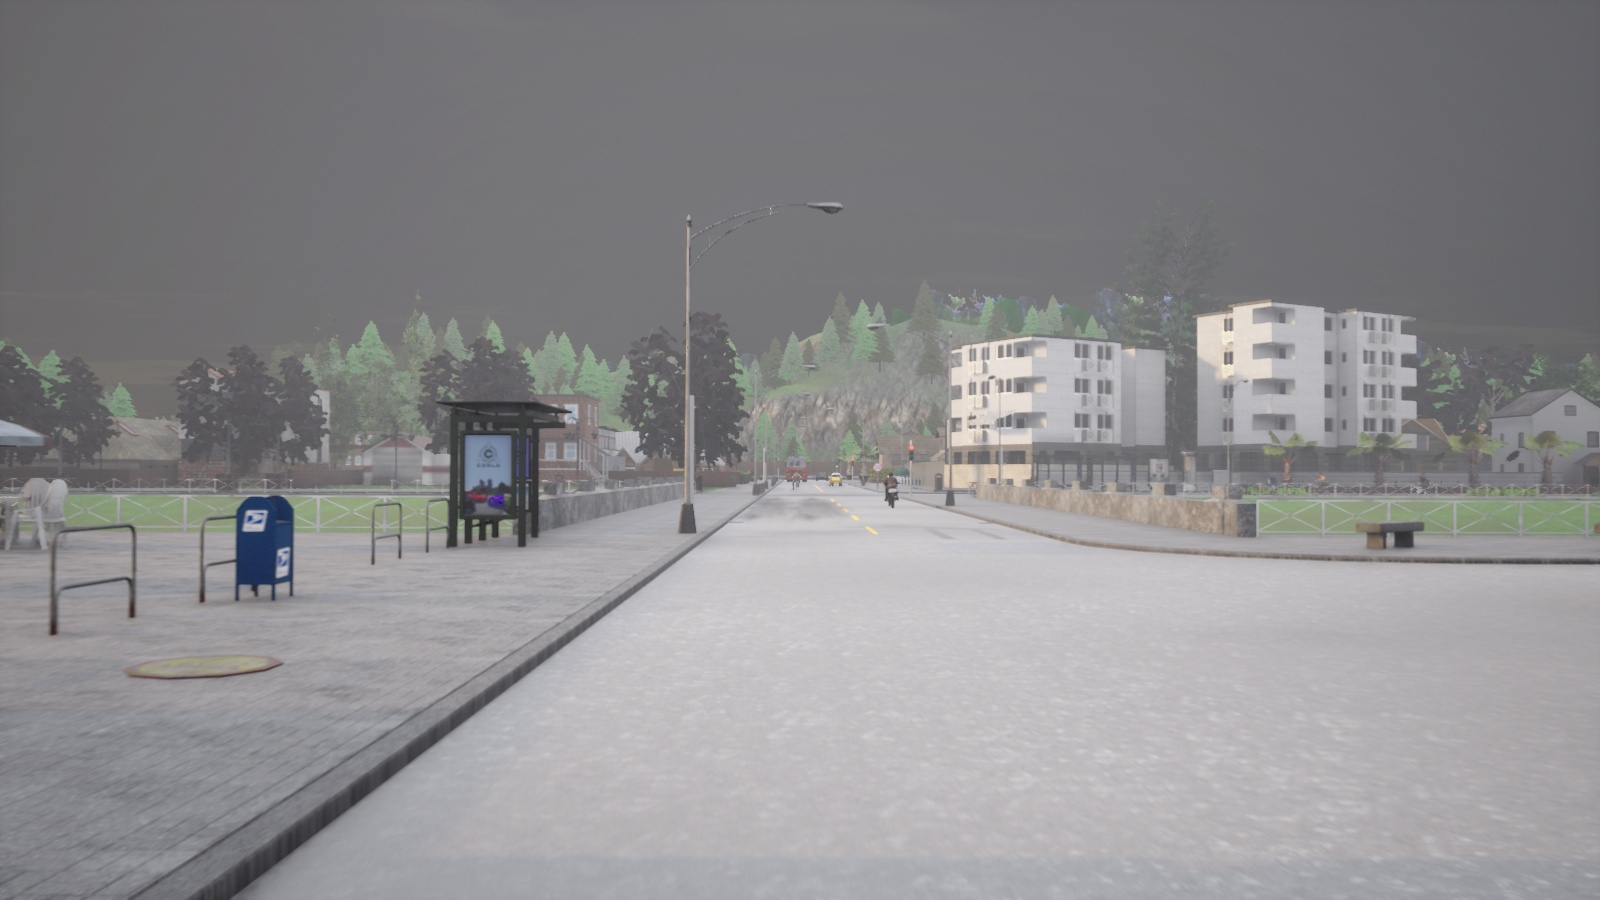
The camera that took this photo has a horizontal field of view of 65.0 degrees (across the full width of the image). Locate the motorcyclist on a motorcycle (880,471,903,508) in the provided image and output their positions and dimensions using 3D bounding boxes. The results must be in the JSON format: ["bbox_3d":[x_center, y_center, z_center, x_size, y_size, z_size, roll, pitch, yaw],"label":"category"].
[{"bbox_3d":[3.869,1.674,53.346,0.797,1.523,2.044,0,-1,0],"label":"motorcyclist on a motorcycle"}]
